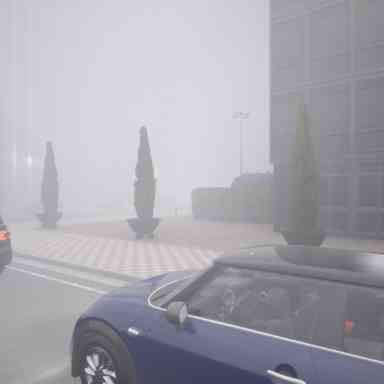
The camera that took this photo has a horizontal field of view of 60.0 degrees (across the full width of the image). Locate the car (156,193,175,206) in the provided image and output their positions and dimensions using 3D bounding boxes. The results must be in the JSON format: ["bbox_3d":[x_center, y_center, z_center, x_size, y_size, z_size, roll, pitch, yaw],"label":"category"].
[{"bbox_3d":[-5.048,1.222,54.037,2.150,2.045,5.566,0,0,35],"label":"car"}]

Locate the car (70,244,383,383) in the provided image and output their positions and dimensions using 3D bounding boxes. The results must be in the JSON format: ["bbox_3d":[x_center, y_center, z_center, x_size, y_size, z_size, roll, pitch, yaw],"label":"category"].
[{"bbox_3d":[0.788,1.352,3.431,4.553,1.767,2.097,0,0,36],"label":"car"}]

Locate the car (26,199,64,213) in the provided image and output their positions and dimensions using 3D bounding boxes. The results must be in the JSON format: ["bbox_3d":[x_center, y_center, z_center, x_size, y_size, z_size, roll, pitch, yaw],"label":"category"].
[{"bbox_3d":[-16.833,1.491,37.219,2.128,1.511,4.902,0,0,35],"label":"car"}]

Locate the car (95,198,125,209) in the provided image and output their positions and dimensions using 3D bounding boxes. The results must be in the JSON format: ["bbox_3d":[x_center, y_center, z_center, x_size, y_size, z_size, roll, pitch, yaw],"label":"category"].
[{"bbox_3d":[-11.134,1.564,45.357,1.994,1.385,4.181,0,0,35],"label":"car"}]

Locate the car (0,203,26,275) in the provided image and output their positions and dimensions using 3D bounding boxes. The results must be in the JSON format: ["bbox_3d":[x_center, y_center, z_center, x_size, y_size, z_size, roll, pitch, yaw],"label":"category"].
[{"bbox_3d":[-7.074,1.222,9.017,5.566,2.045,2.150,0,0,36],"label":"car"}]
